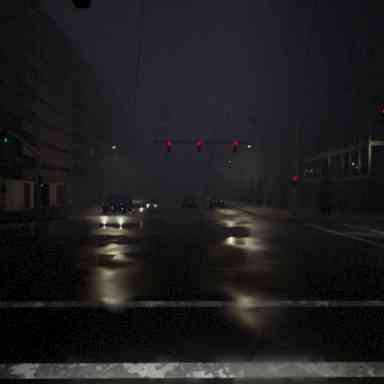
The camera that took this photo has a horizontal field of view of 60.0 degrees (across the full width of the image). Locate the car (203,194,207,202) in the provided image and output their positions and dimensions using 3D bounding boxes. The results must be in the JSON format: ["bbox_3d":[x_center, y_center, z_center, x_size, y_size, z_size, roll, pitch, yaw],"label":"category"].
[{"bbox_3d":[3.299,1.215,68.689,2.097,1.767,4.553,0,0,1],"label":"car"}]

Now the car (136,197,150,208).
[{"bbox_3d":[-7.509,1.433,46.486,1.812,1.442,4.674,0,0,1],"label":"car"}]

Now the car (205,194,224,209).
[{"bbox_3d":[3.168,1.404,44.182,2.128,1.511,4.902,0,0,0],"label":"car"}]

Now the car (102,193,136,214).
[{"bbox_3d":[-7.530,1.154,34.115,2.150,2.045,5.566,0,0,0],"label":"car"}]

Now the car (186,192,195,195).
[{"bbox_3d":[-0.212,1.089,67.762,2.150,2.045,5.566,0,0,1],"label":"car"}]

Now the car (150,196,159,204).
[{"bbox_3d":[-7.337,1.478,62.172,1.895,1.301,4.718,0,0,1],"label":"car"}]

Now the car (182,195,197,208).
[{"bbox_3d":[-0.327,1.475,44.833,1.994,1.385,4.181,0,0,0],"label":"car"}]
